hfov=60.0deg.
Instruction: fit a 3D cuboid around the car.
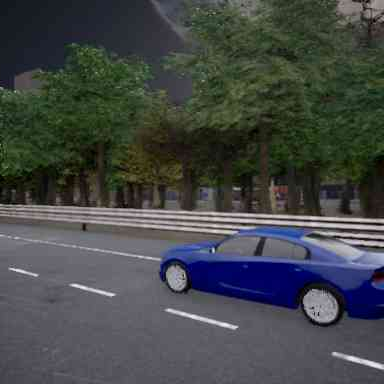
[{"bbox_3d":[1.498,1.498,7.098,5.008,1.535,1.882,0,0,36],"label":"car"}]
